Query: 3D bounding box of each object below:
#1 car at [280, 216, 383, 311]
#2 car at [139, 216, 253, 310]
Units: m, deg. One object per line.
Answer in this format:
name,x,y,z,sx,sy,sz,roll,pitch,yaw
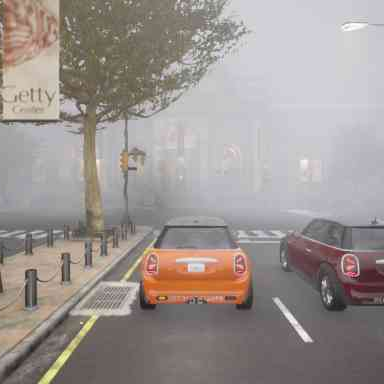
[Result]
car,3.586,1.352,7.900,2.097,1.767,4.553,0,0,0
car,0.086,1.352,7.998,2.097,1.767,4.553,0,0,0
